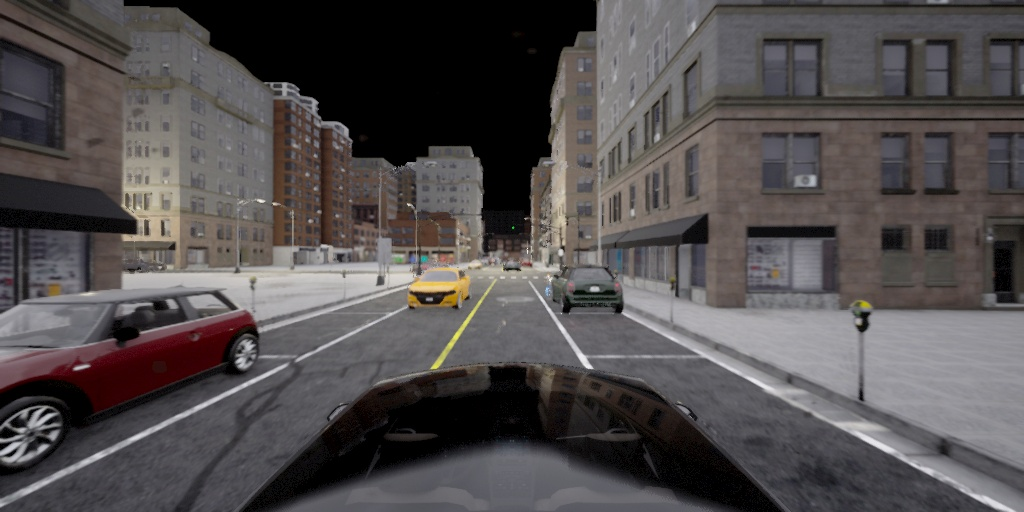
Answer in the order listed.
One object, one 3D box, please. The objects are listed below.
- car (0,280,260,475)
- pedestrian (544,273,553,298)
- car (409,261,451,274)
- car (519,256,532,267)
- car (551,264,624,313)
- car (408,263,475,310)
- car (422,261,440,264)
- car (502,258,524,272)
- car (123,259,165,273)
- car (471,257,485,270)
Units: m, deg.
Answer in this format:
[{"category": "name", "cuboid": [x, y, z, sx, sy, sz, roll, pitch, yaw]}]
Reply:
[{"category": "car", "cuboid": [-5.388, 1.190, 4.559, 1.967, 1.591, 4.097, 0, 0, 0]}, {"category": "pedestrian", "cuboid": [1.783, 1.325, 16.714, 0.375, 1.300, 0.375, 0, 0, -8]}, {"category": "car", "cuboid": [-9.275, 1.280, 40.513, 4.181, 1.385, 1.994, 0, 0, 11]}, {"category": "car", "cuboid": [2.633, 1.198, 64.366, 1.967, 1.591, 4.097, 0, 0, 0]}, {"category": "car", "cuboid": [2.749, 1.102, 14.043, 2.097, 1.767, 4.553, 0, 0, 0]}, {"category": "car", "cuboid": [-2.843, 1.228, 14.890, 1.882, 1.535, 5.008, 0, 0, 0]}, {"category": "car", "cuboid": [-5.389, 1.302, 26.197, 2.007, 1.370, 4.403, 0, 0, 0]}, {"category": "car", "cuboid": [0.042, 1.319, 47.658, 1.994, 1.385, 4.181, 0, 0, -4]}, {"category": "car", "cuboid": [-39.579, 1.059, 37.852, 4.902, 1.511, 2.128, 0, 0, 0]}, {"category": "car", "cuboid": [-5.391, 1.281, 52.872, 1.751, 1.417, 4.829, 0, 0, 0]}]
